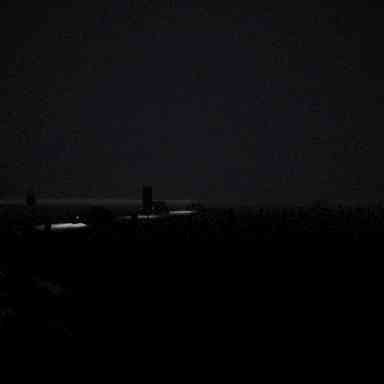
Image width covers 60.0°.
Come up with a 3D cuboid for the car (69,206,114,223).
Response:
[{"bbox_3d":[-8.502,1.881,28.418,1.994,1.385,4.181,-1,-1,19],"label":"car"}]

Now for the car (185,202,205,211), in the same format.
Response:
[{"bbox_3d":[0.466,2.317,53.042,1.895,1.301,4.718,-1,-1,22],"label":"car"}]

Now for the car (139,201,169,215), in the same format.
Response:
[{"bbox_3d":[-4.501,1.850,39.909,2.097,1.767,4.553,-1,-1,20],"label":"car"}]
